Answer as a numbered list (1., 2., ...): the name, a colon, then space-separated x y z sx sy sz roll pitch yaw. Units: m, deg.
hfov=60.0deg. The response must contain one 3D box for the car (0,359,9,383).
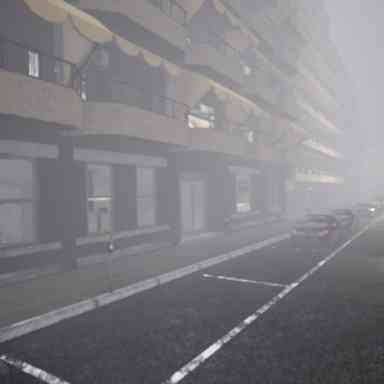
1. car: -3.325 1.635 1.612 2.008 1.369 4.403 -2 -1 33

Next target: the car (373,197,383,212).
1. car: 21.380 1.640 39.004 2.008 1.369 4.403 -2 -1 33

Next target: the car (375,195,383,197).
1. car: 27.547 1.407 48.358 2.192 1.841 5.009 -2 -1 33

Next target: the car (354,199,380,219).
1. car: 15.205 1.639 29.655 2.008 1.369 4.403 -2 -1 33

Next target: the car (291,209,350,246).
1. car: 5.944 1.667 15.631 1.802 1.307 4.206 -2 -1 33

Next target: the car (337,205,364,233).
1. car: 9.031 1.668 20.306 1.802 1.307 4.206 -2 -1 33
